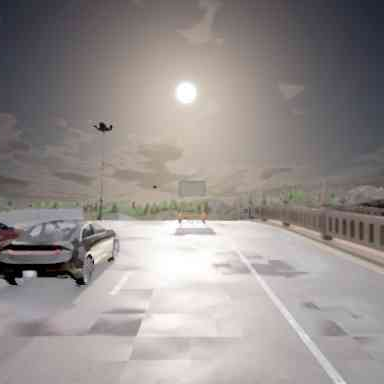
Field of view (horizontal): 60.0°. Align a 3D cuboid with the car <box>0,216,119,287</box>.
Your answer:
[{"bbox_3d":[-3.397,1.508,9.385,2.128,1.511,4.902,0,0,0],"label":"car"}]

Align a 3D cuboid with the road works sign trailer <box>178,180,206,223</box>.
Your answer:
[{"bbox_3d":[0.017,0.806,28.747,2.380,3.560,2.880,0,-3,2],"label":"road works sign trailer"}]

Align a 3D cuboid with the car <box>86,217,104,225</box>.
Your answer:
[{"bbox_3d":[-17.497,5.267,60.153,1.895,1.301,4.718,0,-7,1],"label":"car"}]

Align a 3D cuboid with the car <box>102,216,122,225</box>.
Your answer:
[{"bbox_3d":[-13.999,5.007,58.539,2.033,1.411,5.357,0,-7,1],"label":"car"}]
